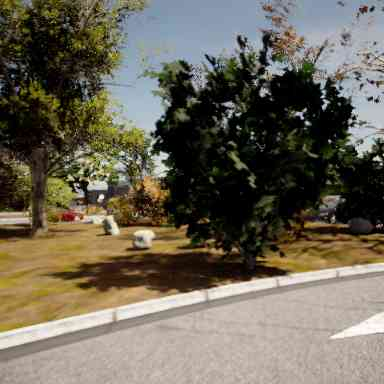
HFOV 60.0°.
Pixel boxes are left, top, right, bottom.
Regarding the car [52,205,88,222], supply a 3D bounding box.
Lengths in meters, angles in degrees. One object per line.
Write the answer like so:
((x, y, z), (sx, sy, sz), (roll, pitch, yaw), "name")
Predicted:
((-14.492, 2.530, 36.579), (5.008, 1.535, 1.882), (1, 0, -34), "car")

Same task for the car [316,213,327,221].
((10.839, 1.510, 25.462), (4.892, 1.521, 2.231), (0, -1, -34), "car")

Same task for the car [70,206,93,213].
((-27.499, 4.232, 82.538), (5.008, 1.535, 2.097), (0, -2, -34), "car")

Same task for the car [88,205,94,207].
((-23.870, 3.970, 77.093), (4.674, 1.452, 2.002), (0, -2, -34), "car")

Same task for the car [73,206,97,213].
((-25.680, 4.082, 79.821), (4.892, 1.521, 2.231), (0, -2, -34), "car")

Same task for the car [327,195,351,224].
((12.361, 1.214, 23.274), (5.566, 2.045, 2.435), (0, -1, -34), "car")

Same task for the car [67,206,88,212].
((-29.232, 4.418, 85.161), (4.674, 1.452, 2.002), (0, -2, -34), "car")

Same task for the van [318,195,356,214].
((16.752, 1.377, 38.365), (4.442, 1.987, 1.878), (0, -1, -34), "van")

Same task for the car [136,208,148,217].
((-4.145, 2.322, 42.411), (4.892, 1.490, 1.837), (-7, 2, -24), "car")
